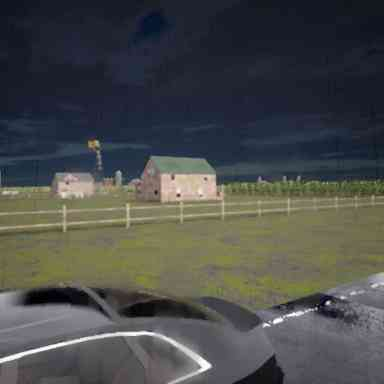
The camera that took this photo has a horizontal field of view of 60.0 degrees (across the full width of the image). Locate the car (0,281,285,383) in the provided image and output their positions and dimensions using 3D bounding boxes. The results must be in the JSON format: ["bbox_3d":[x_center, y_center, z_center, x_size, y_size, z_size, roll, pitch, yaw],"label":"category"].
[{"bbox_3d":[-1.510,1.507,1.993,4.892,1.490,1.837,-1,0,-36],"label":"car"}]
